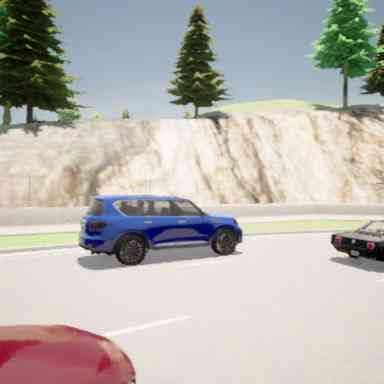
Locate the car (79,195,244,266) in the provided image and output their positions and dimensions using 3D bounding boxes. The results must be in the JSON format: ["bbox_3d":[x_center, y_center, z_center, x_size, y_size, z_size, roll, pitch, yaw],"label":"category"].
[{"bbox_3d":[-0.904,1.123,11.267,5.566,2.045,2.150,0,0,-29],"label":"car"}]

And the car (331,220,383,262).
[{"bbox_3d":[6.995,1.571,10.793,4.718,1.301,1.895,0,0,-20],"label":"car"}]

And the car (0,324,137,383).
[{"bbox_3d":[-2.520,1.487,1.760,4.674,1.442,1.812,0,0,-37],"label":"car"}]
